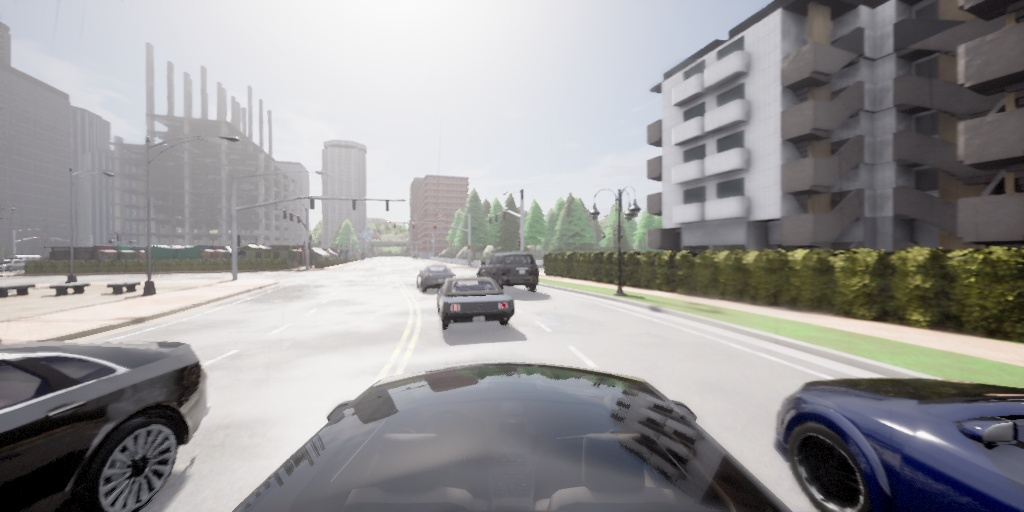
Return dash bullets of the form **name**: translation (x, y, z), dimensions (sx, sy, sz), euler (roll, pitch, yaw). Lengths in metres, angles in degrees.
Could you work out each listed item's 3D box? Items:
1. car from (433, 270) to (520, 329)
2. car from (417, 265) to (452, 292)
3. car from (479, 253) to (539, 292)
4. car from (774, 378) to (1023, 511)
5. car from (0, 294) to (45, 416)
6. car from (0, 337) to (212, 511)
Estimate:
- **car**: translation (-1.344, 1.296, 11.148), dimensions (1.895, 1.301, 4.718), euler (0, 0, -14)
- **car**: translation (-4.313, 1.215, 20.538), dimensions (1.994, 1.385, 4.181), euler (0, 0, -19)
- **car**: translation (-0.346, 0.853, 19.800), dimensions (2.150, 2.045, 5.566), euler (0, 0, -18)
- **car**: translation (3.367, 1.295, 1.495), dimensions (1.994, 1.385, 4.181), euler (0, 0, -1)
- **car**: translation (-7.265, 1.293, 2.500), dimensions (1.837, 1.490, 4.892), euler (0, 0, -4)
- **car**: translation (-3.743, 1.266, 1.371), dimensions (2.128, 1.511, 4.902), euler (0, 0, -2)
